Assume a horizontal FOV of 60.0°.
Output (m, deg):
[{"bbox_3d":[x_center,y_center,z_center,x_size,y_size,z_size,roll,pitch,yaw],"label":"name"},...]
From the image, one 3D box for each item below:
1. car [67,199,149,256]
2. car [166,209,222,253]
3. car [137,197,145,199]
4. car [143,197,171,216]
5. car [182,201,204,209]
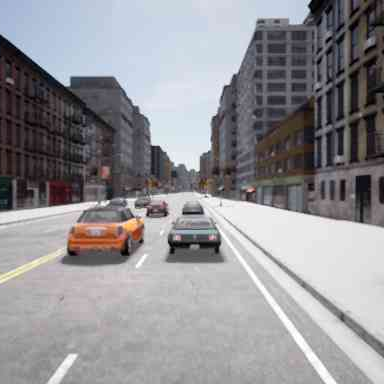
[{"bbox_3d":[-3.150,1.324,13.082,2.097,1.767,4.553,0,1,0],"label":"car"},{"bbox_3d":[0.102,1.568,13.440,1.895,1.301,4.718,0,0,0],"label":"car"},{"bbox_3d":[-6.586,1.410,44.707,1.837,1.490,4.892,0,0,0],"label":"car"},{"bbox_3d":[-3.152,1.458,31.138,1.812,1.442,4.674,0,-1,0],"label":"car"},{"bbox_3d":[0.098,1.495,30.402,1.994,1.385,4.181,0,0,0],"label":"car"}]
